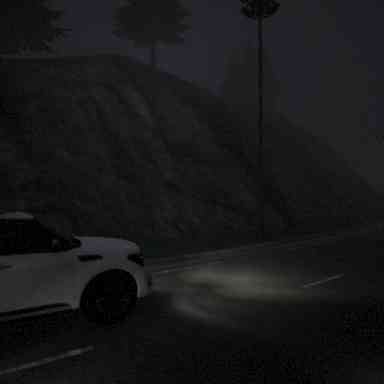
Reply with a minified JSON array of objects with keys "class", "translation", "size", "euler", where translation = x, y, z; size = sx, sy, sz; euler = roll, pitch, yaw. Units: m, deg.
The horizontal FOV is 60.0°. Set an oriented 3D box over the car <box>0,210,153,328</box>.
[{"class":"car","translation":[-3.418,1.289,5.567],"size":[5.566,2.045,2.150],"euler":[0,0,-35]}]
